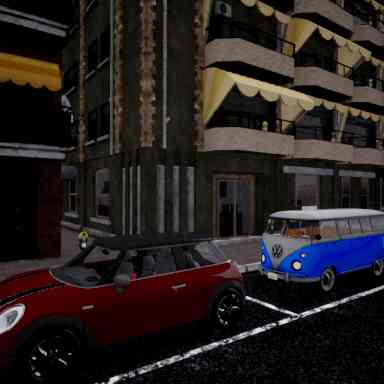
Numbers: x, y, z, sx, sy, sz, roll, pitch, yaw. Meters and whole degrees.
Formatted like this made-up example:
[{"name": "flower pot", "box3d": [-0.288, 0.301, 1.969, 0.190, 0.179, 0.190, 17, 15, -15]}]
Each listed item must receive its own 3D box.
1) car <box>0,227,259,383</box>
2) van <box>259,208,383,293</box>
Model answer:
[{"name": "car", "box3d": [-1.134, 1.440, 5.283, 4.097, 1.590, 1.967, 0, 0, -35]}, {"name": "van", "box3d": [3.500, 1.343, 8.584, 3.998, 1.788, 1.690, 0, 0, -35]}]
